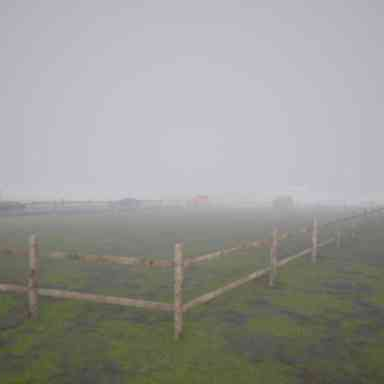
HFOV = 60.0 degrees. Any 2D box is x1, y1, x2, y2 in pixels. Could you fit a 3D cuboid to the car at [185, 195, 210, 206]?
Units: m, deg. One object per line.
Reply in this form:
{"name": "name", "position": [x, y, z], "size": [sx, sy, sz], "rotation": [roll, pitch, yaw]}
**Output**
{"name": "car", "position": [1.069, 1.473, 59.198], "size": [2.150, 2.045, 5.566], "rotation": [1, 0, 36]}

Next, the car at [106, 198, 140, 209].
{"name": "car", "position": [-9.325, 1.502, 45.081], "size": [1.882, 1.535, 5.008], "rotation": [1, 0, 36]}

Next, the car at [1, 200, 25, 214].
{"name": "car", "position": [-18.866, 1.478, 31.986], "size": [1.895, 1.301, 4.718], "rotation": [1, 0, 36]}
